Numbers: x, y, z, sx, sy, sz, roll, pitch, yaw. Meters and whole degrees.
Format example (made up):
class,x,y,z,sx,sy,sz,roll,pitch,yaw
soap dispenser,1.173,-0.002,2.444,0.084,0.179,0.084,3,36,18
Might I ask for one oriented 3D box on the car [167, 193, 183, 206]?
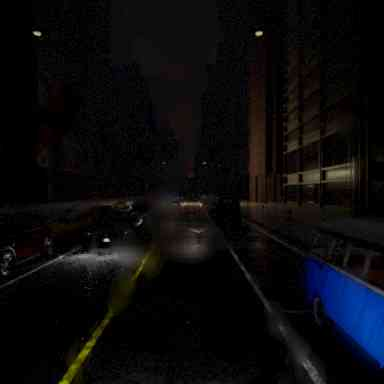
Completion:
class,x,y,z,sx,sy,sz,roll,pitch,yaw
car,-3.058,1.455,56.388,1.882,1.535,5.008,0,0,0

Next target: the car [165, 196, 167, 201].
class,x,y,z,sx,sy,sz,roll,pitch,yaw
car,-5.763,1.544,55.336,1.947,1.339,4.313,0,0,0

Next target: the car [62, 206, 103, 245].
class,x,y,z,sx,sy,sz,roll,pitch,yaw
car,-5.763,1.516,15.425,1.752,1.417,4.829,0,0,0

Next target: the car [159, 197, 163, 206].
class,x,y,z,sx,sy,sz,roll,pitch,yaw
car,-5.762,1.522,49.659,1.887,1.381,4.507,0,0,0

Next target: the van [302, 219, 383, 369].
class,x,y,z,sx,sy,sz,roll,pitch,yaw
van,2.763,1.339,4.243,1.690,1.788,3.998,0,0,0

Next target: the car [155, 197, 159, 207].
class,x,y,z,sx,sy,sz,roll,pitch,yaw
car,-5.763,1.503,43.812,1.752,1.417,4.829,0,0,0

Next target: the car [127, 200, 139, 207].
class,x,y,z,sx,sy,sz,roll,pitch,yaw
car,-5.762,1.509,26.779,1.752,1.417,4.829,0,0,0

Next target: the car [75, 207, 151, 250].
class,x,y,z,sx,sy,sz,roll,pitch,yaw
car,-3.099,1.555,14.043,1.994,1.385,4.181,0,0,0

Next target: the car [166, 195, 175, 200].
class,x,y,z,sx,sy,sz,roll,pitch,yaw
car,-5.763,1.535,89.401,2.008,1.369,4.403,0,0,0

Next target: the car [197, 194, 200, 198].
class,x,y,z,sx,sy,sz,roll,pitch,yaw
car,2.762,1.420,72.374,1.967,1.590,4.097,0,0,0

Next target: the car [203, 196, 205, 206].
class,x,y,z,sx,sy,sz,roll,pitch,yaw
car,2.762,1.523,43.986,1.887,1.381,4.507,0,0,0

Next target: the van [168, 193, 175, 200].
class,x,y,z,sx,sy,sz,roll,pitch,yaw
van,-5.763,1.327,95.079,1.690,1.788,3.998,0,0,0

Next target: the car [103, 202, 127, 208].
class,x,y,z,sx,sy,sz,roll,pitch,yaw
car,-5.762,1.553,21.272,1.947,1.339,4.313,0,0,0

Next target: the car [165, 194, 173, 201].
class,x,y,z,sx,sy,sz,roll,pitch,yaw
car,-5.763,1.423,83.723,1.967,1.590,4.097,0,0,0

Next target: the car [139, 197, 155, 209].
class,x,y,z,sx,sy,sz,roll,pitch,yaw
car,-5.762,1.524,38.304,1.887,1.381,4.507,0,0,0

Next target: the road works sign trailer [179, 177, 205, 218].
class,x,y,z,sx,sy,sz,roll,pitch,yaw
road works sign trailer,0.001,0.447,30.159,2.380,3.560,2.880,0,0,0

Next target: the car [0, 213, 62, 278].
class,x,y,z,sx,sy,sz,roll,pitch,yaw
car,-5.762,1.434,9.917,1.967,1.590,4.097,0,0,0

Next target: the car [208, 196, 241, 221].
class,x,y,z,sx,sy,sz,roll,pitch,yaw
car,2.763,1.299,26.952,2.192,1.841,5.009,0,0,0

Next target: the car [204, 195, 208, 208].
class,x,y,z,sx,sy,sz,roll,pitch,yaw
car,2.762,1.419,38.309,1.967,1.590,4.097,0,0,0

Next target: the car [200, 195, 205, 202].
class,x,y,z,sx,sy,sz,roll,pitch,yaw
car,2.762,1.418,55.341,1.967,1.590,4.097,0,0,0
